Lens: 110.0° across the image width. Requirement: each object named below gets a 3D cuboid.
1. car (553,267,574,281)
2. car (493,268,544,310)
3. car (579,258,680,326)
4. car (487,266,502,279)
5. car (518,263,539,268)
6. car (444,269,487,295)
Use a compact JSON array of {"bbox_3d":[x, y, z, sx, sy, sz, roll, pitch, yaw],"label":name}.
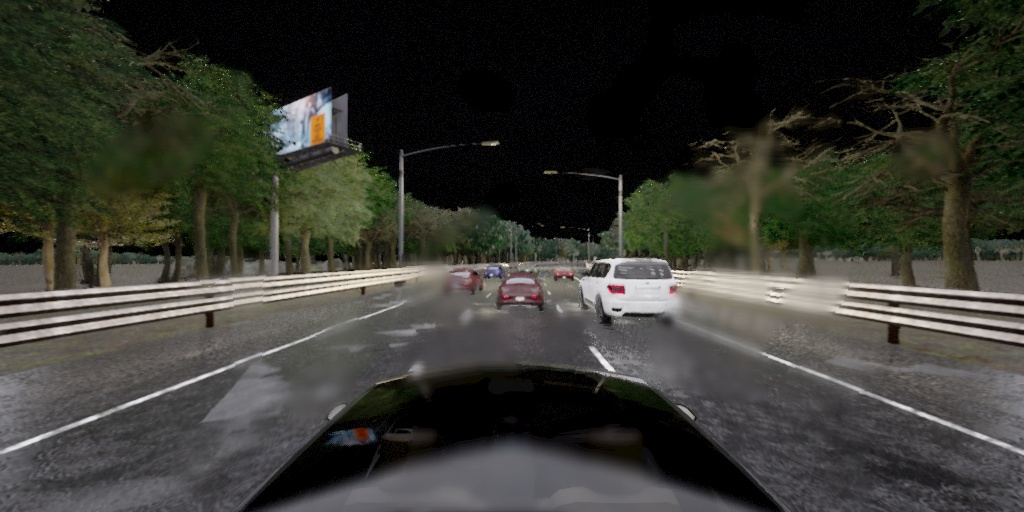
[{"bbox_3d":[5.130,1.772,36.089,1.895,1.301,4.718,0,-1,5],"label":"car"},{"bbox_3d":[0.377,1.443,15.560,1.812,1.442,4.674,0,-1,2],"label":"car"},{"bbox_3d":[3.770,1.103,12.429,2.150,2.045,5.566,0,0,2],"label":"car"},{"bbox_3d":[-1.790,1.709,37.169,1.812,1.442,4.674,0,-1,5],"label":"car"},{"bbox_3d":[1.651,1.525,36.334,2.097,1.767,4.553,0,-1,5],"label":"car"},{"bbox_3d":[-2.861,1.517,21.671,1.812,1.442,4.674,0,-1,3],"label":"car"}]
